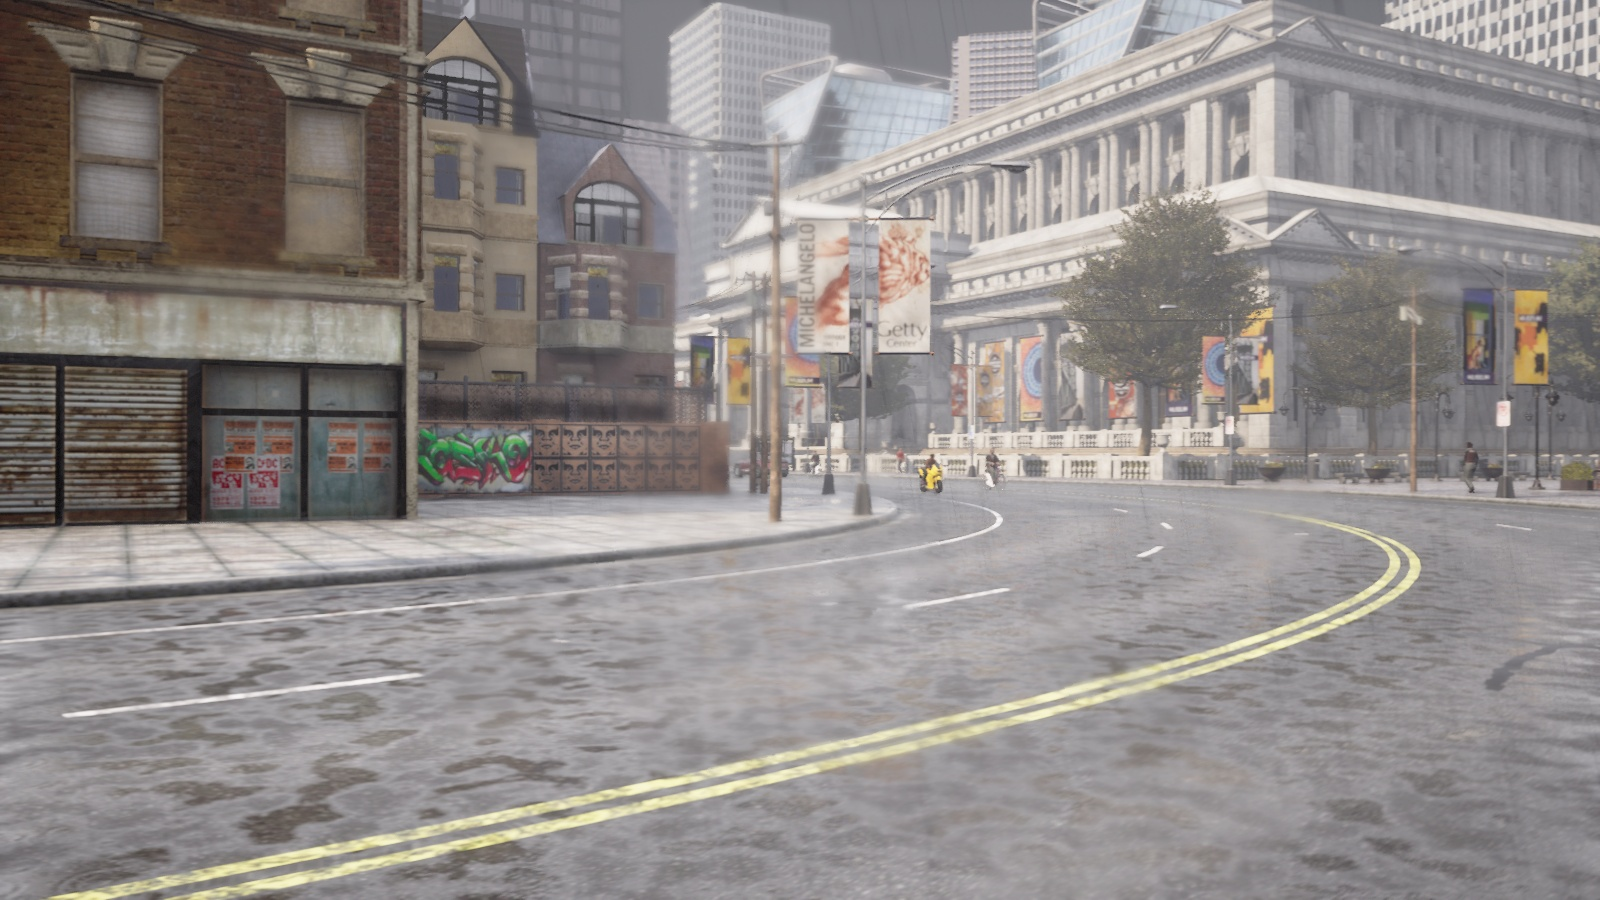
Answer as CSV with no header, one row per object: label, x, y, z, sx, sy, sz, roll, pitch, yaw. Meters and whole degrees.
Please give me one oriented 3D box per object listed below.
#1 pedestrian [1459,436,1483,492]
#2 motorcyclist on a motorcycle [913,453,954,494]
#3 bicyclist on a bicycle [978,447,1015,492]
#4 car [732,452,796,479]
pedestrian,23.546,0.483,44.043,0.402,1.930,0.666,0,0,-11
motorcyclist on a motorcycle,5.041,0.871,47.552,0.797,1.523,2.044,0,0,-17
bicyclist on a bicycle,7.852,0.760,50.143,0.659,1.776,1.843,0,0,-19
car,-2.314,0.941,78.376,2.033,1.649,4.856,0,0,-28
